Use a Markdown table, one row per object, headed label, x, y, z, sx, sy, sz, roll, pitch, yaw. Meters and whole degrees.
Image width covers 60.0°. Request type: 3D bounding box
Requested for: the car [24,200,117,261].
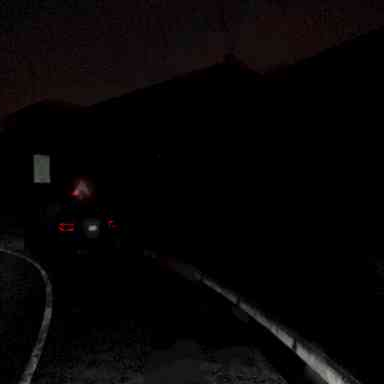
| label | x | y | z | sx | sy | sz | roll | pitch | yaw |
| --- | --- | --- | --- | --- | --- | --- | --- | --- | --- |
| car | -4.929 | 1.364 | 13.152 | 2.150 | 2.045 | 5.566 | 0 | -1 | -38 |
